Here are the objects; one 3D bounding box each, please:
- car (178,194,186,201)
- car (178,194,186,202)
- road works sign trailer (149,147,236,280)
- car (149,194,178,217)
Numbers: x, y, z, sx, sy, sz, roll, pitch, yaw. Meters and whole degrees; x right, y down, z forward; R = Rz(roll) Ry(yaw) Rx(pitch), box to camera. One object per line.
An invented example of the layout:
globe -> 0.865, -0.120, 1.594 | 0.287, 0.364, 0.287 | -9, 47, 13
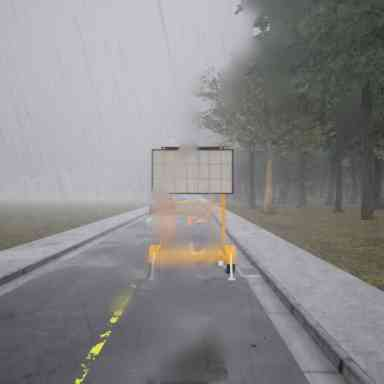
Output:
car -> -2.620, 1.352, 89.824 | 2.097, 1.767, 4.553 | 0, 0, 0
car -> -2.645, 1.536, 72.631 | 2.033, 1.411, 5.357 | 0, 0, 0
road works sign trailer -> 0.016, 0.464, 9.895 | 2.380, 3.560, 2.880 | 0, 0, 0
car -> -2.802, 1.221, 32.202 | 2.150, 2.045, 5.566 | 0, 0, 0
